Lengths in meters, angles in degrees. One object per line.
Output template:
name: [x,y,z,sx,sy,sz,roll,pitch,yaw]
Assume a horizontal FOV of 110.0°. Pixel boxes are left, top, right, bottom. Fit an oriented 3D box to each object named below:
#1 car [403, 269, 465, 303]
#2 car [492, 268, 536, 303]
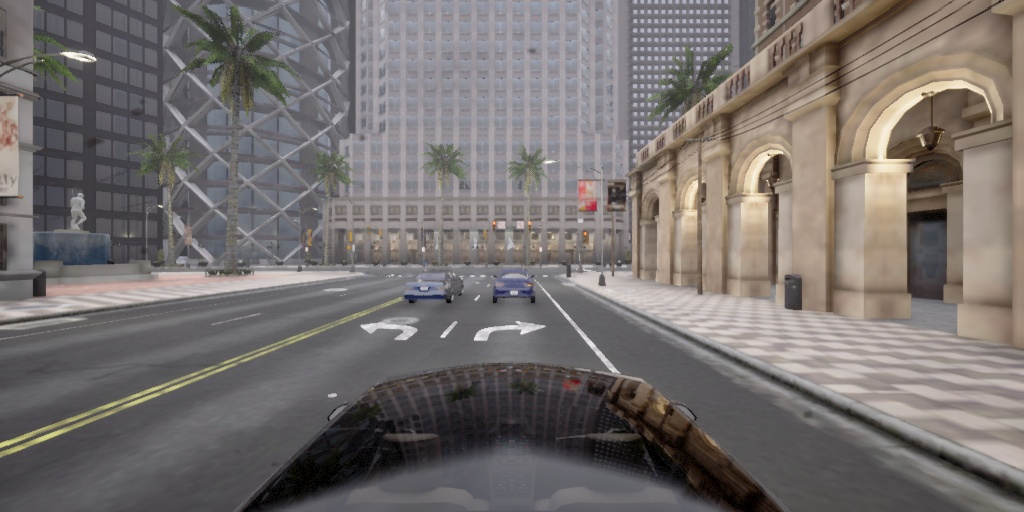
car: [-3.404,1.311,16.470,2.033,1.411,5.357,0,0,0]
car: [0.096,1.281,16.445,1.812,1.442,4.674,0,0,0]
